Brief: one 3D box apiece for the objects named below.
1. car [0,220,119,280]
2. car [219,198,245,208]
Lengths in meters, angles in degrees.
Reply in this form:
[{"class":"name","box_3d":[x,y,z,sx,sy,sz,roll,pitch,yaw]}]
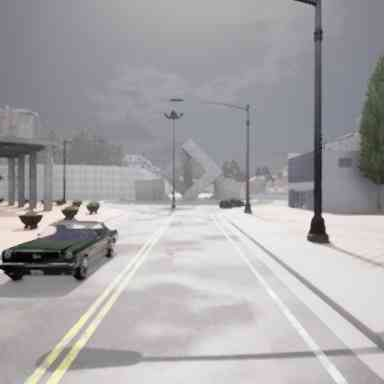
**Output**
[{"class":"car","box_3d":[-3.594,1.562,9.924,1.895,1.301,4.718,0,0,0]},{"class":"car","box_3d":[5.530,1.462,44.901,1.994,1.385,4.181,0,0,41]}]
